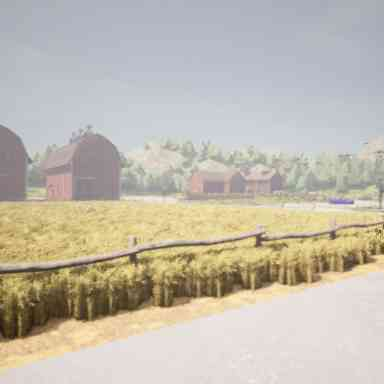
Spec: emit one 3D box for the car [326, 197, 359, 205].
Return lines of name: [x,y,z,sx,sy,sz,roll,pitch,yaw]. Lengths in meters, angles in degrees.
car: [29.951,1.764,66.323,2.242,1.667,4.611,0,0,-36]

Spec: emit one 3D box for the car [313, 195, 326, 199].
car: [33.455,1.646,85.293,1.932,1.855,4.605,0,0,-36]
